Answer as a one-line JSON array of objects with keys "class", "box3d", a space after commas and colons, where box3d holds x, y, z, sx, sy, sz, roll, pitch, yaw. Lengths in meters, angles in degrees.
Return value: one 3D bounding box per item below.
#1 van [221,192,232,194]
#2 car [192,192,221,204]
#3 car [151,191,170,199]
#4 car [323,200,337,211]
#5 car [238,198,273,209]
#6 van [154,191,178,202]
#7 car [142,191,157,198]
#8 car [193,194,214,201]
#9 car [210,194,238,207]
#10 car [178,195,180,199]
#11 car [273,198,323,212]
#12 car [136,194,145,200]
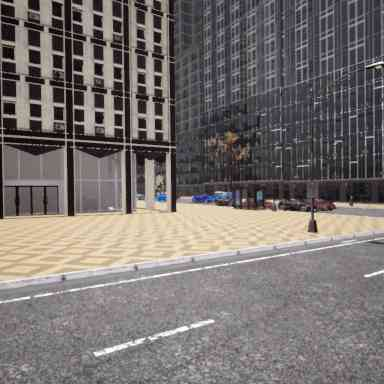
[{"class": "van", "box3d": [5.411, 0.855, 58.972, 1.690, 1.788, 3.998, 0, 1, -34]}, {"class": "car", "box3d": [2.005, 1.107, 53.707, 1.882, 1.535, 5.008, -1, 1, -34]}, {"class": "car", "box3d": [-7.383, 0.615, 77.764, 2.192, 1.841, 5.009, 0, 1, -34]}, {"class": "car", "box3d": [13.628, 1.381, 36.605, 1.994, 1.385, 4.181, -1, 1, -34]}, {"class": "car", "box3d": [7.987, 1.388, 40.105, 1.802, 1.307, 4.206, 0, 1, -34]}, {"class": "van", "box3d": [-4.714, 0.937, 58.956, 1.690, 1.788, 3.998, 0, 1, -34]}, {"class": "car", "box3d": [-10.582, 0.686, 82.464, 1.967, 1.590, 4.097, 0, 1, -34]}, {"class": "car", "box3d": [2.213, 1.043, 63.673, 1.802, 1.307, 4.206, 0, 1, -34]}, {"class": "car", "box3d": [4.837, 1.319, 44.836, 1.947, 1.339, 4.313, 0, 1, -34]}, {"class": "car", "box3d": [-4.184, 0.936, 73.070, 1.802, 1.307, 4.206, 0, 1, -34]}, {"class": "car", "box3d": [11.171, 1.424, 35.395, 1.947, 1.339, 4.313, 0, 1, -34]}, {"class": "car", "box3d": [-11.112, 1.039, 68.354, 2.008, 1.369, 4.403, 0, 1, -34]}]
